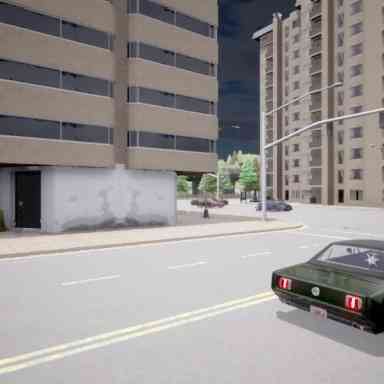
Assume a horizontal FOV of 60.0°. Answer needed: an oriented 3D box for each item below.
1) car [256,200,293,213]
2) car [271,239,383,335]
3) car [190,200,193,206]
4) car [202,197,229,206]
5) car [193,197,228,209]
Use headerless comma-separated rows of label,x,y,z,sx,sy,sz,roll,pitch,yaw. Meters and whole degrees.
car,9.226,1.564,37.444,1.994,1.385,4.181,0,0,-36
car,3.814,1.601,6.494,4.718,1.301,1.895,0,0,-35
car,1.533,1.564,54.350,1.994,1.385,4.181,0,0,-36
car,3.973,1.601,56.954,1.895,1.301,4.718,0,0,-36
car,2.588,1.525,46.627,1.812,1.442,4.674,0,0,-36
